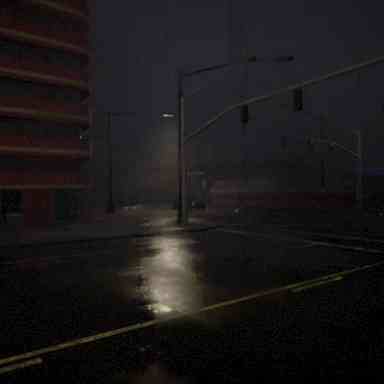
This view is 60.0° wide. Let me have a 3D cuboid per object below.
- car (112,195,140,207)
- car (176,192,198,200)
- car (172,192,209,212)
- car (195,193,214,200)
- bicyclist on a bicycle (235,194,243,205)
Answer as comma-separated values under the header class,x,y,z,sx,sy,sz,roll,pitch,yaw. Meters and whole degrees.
class,x,y,z,sx,sy,sz,roll,pitch,yaw
car,-10.593,1.467,51.662,2.033,1.411,5.357,-1,1,-36
car,-1.197,0.880,79.004,4.611,1.667,2.242,-1,1,-35
car,-0.389,1.255,37.917,2.097,1.767,4.553,-1,0,-37
car,2.777,1.025,74.784,3.806,1.475,1.970,-1,1,-35
bicyclist on a bicycle,6.650,1.047,46.853,1.656,1.620,0.582,-1,1,-37
